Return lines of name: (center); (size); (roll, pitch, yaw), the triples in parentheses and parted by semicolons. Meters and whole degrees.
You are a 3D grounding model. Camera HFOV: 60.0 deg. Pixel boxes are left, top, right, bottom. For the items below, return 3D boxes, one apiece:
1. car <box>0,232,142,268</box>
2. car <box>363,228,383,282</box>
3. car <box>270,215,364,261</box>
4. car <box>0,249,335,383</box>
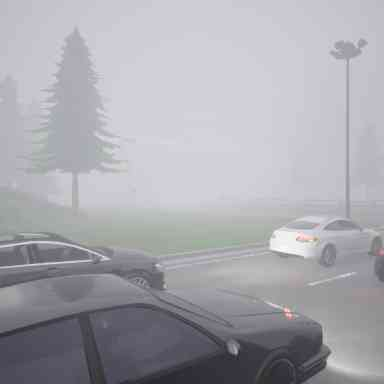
car: (-2.776, 1.491, 6.065); (4.902, 1.511, 2.128); (0, 0, -35)
car: (6.491, 1.564, 8.416); (4.181, 1.385, 1.994); (0, 0, -35)
car: (4.653, 1.526, 11.399); (4.674, 1.442, 1.812); (0, 0, -35)
car: (-1.013, 1.547, 3.022); (5.357, 1.411, 2.033); (0, 0, -36)
